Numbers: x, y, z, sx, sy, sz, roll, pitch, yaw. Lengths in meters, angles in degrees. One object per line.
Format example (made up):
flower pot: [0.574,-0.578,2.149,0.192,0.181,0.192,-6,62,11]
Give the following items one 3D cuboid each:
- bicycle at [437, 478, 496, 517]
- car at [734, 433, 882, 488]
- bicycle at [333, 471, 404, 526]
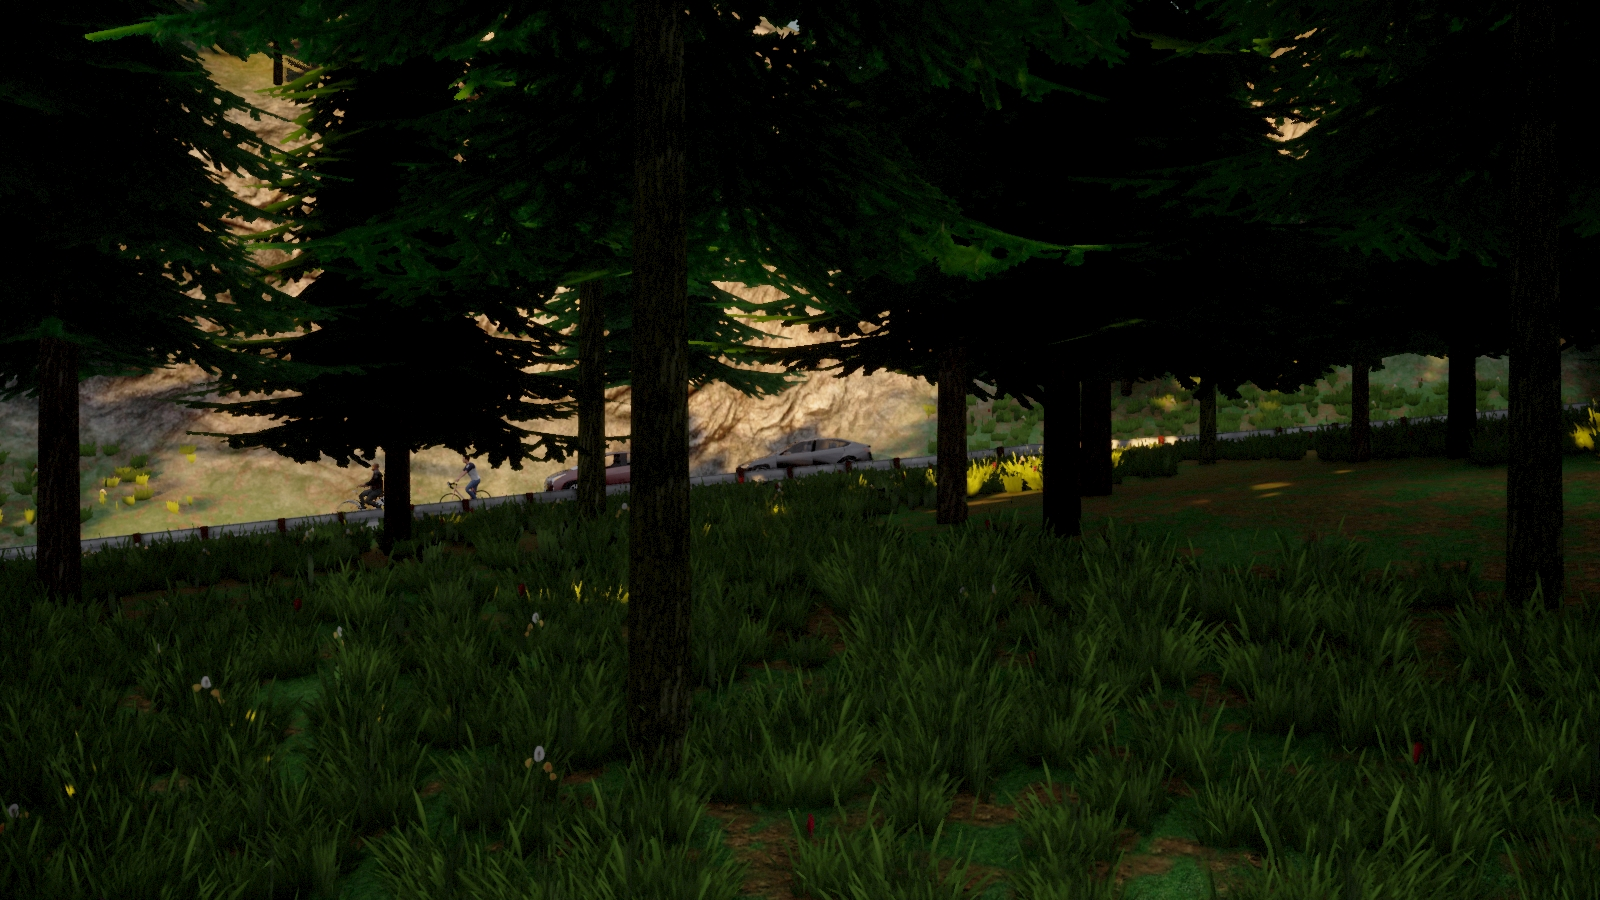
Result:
bicycle: [-10.252,1.440,35.170,1.643,1.024,0.373,-5,3,-36]
car: [0.231,0.348,39.656,4.792,1.488,2.163,-4,1,-7]
bicycle: [-12.849,1.424,34.061,1.835,1.471,0.329,-5,3,-29]
